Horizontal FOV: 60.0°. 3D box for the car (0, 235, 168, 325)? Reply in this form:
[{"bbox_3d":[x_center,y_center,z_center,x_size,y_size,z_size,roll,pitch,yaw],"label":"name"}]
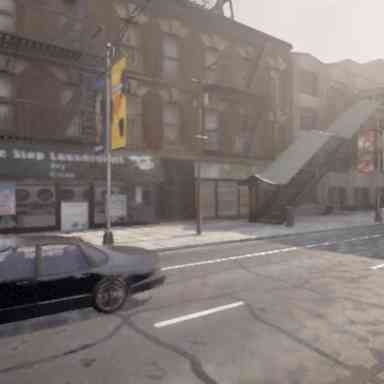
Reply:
[{"bbox_3d":[-3.090,1.547,6.071,5.357,1.411,2.033,0,0,-35],"label":"car"}]
